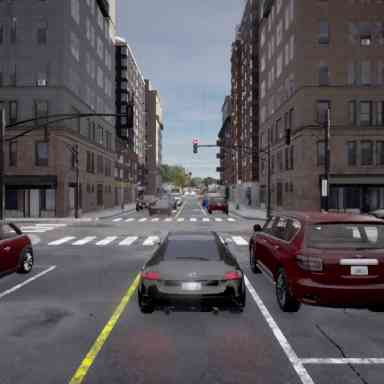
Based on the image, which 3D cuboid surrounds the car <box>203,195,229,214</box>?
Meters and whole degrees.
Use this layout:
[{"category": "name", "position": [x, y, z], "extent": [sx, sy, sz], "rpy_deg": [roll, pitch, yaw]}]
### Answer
[{"category": "car", "position": [2.652, 1.314, 34.673], "extent": [2.192, 1.841, 5.009], "rpy_deg": [0, 0, 0]}]

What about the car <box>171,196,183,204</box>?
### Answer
[{"category": "car", "position": [-2.847, 1.560, 63.185], "extent": [1.994, 1.385, 4.181], "rpy_deg": [0, 0, 1]}]

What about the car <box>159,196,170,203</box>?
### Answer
[{"category": "car", "position": [-5.503, 1.540, 67.683], "extent": [1.887, 1.381, 4.507], "rpy_deg": [0, 0, 0]}]

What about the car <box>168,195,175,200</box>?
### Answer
[{"category": "car", "position": [-5.526, 1.575, 89.698], "extent": [1.802, 1.307, 4.206], "rpy_deg": [0, 0, 0]}]

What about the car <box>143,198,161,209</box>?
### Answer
[{"category": "car", "position": [-5.480, 1.563, 45.668], "extent": [1.947, 1.339, 4.313], "rpy_deg": [0, 0, 0]}]

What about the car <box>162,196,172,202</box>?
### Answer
[{"category": "car", "position": [-5.509, 1.540, 73.186], "extent": [1.887, 1.381, 4.507], "rpy_deg": [0, 0, 0]}]

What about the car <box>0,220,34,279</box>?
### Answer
[{"category": "car", "position": [-5.397, 1.440, 7.605], "extent": [1.967, 1.590, 4.097], "rpy_deg": [0, 0, 0]}]

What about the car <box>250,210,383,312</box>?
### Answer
[{"category": "car", "position": [2.628, 1.315, 7.617], "extent": [2.192, 1.841, 5.009], "rpy_deg": [0, 0, 0]}]

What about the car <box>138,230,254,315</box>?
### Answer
[{"category": "car", "position": [0.014, 1.564, 7.640], "extent": [1.994, 1.385, 4.181], "rpy_deg": [0, 0, 1]}]

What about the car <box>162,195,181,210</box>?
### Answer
[{"category": "car", "position": [-2.891, 1.490, 43.080], "extent": [2.128, 1.511, 4.902], "rpy_deg": [0, 0, 0]}]

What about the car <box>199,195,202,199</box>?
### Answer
[{"category": "car", "position": [2.615, 1.312, 51.185], "extent": [2.192, 1.841, 5.009], "rpy_deg": [0, 0, 0]}]

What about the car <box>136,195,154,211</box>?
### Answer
[{"category": "car", "position": [-5.475, 1.313, 40.164], "extent": [2.192, 1.841, 5.009], "rpy_deg": [0, 0, 0]}]

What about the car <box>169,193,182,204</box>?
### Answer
[{"category": "car", "position": [-2.843, 1.218, 53.126], "extent": [2.150, 2.045, 5.566], "rpy_deg": [0, 0, 1]}]

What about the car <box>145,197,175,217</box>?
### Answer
[{"category": "car", "position": [-2.892, 1.476, 31.428], "extent": [1.882, 1.535, 5.008], "rpy_deg": [0, 0, 0]}]

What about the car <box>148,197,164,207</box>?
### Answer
[{"category": "car", "position": [-5.486, 1.548, 51.172], "extent": [2.008, 1.369, 4.403], "rpy_deg": [0, 0, 0]}]
